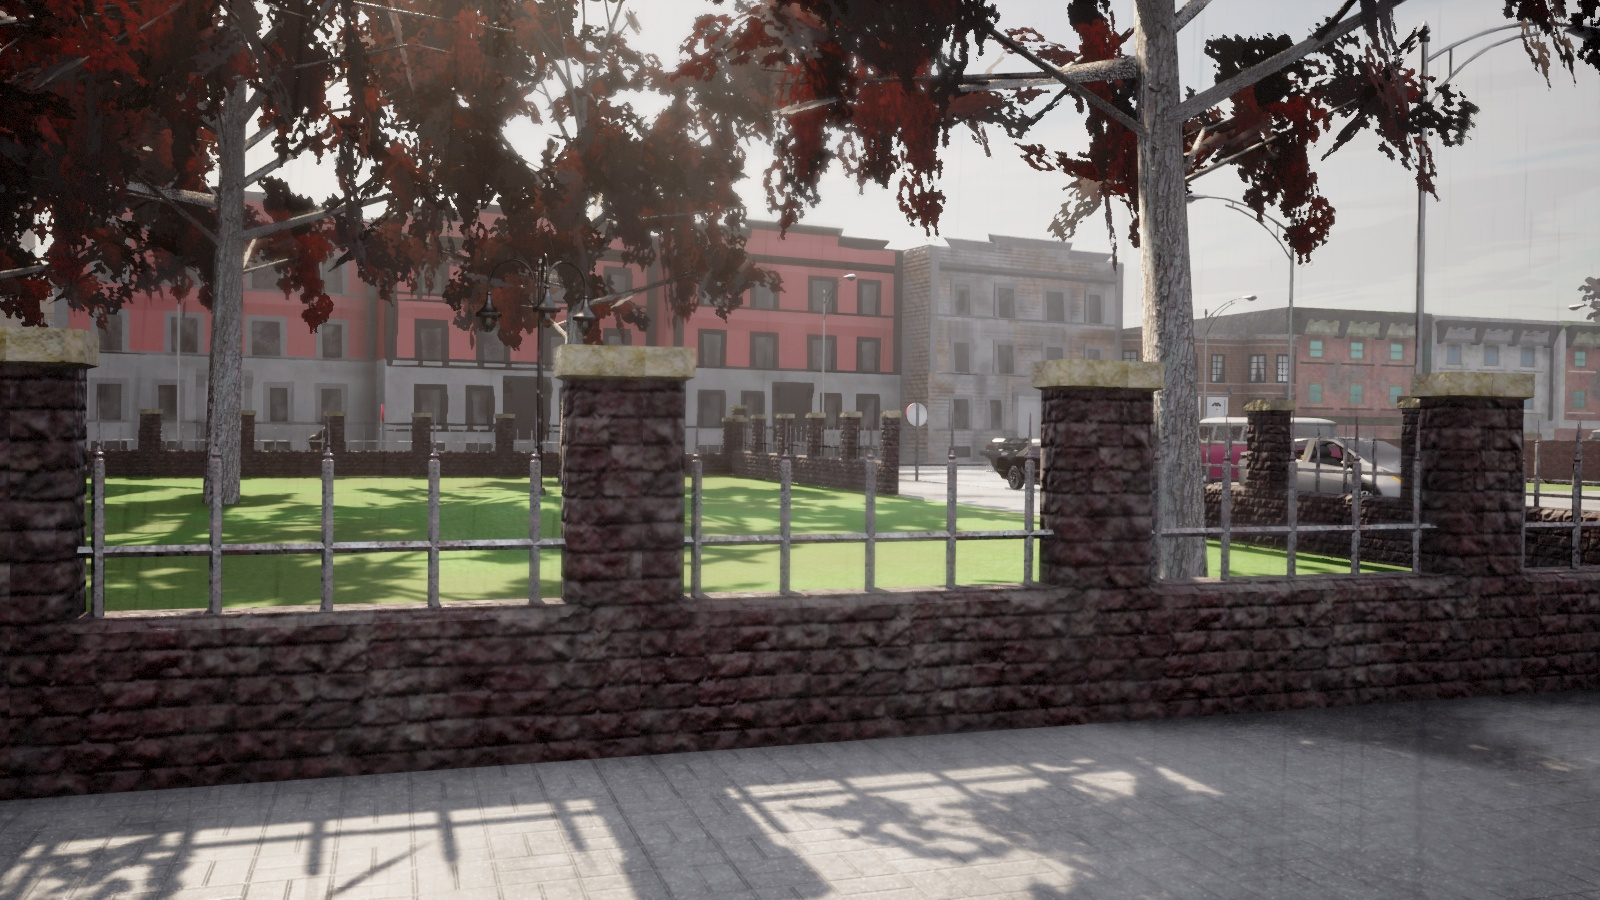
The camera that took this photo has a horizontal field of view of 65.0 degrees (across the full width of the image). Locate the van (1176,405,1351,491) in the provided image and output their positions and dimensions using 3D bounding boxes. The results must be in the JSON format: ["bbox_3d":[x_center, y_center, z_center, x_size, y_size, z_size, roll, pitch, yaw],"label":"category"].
[{"bbox_3d":[11.565,-0.088,31.662,1.775,1.987,4.442,-1,1,-18],"label":"van"}]

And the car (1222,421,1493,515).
[{"bbox_3d":[10.067,0.260,23.108,2.007,1.525,4.514,-1,1,-20],"label":"car"}]

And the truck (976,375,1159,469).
[{"bbox_3d":[10.806,-1.118,50.267,7.936,3.462,2.891,-1,1,-40],"label":"truck"}]

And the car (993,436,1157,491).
[{"bbox_3d":[6.994,0.294,32.525,1.895,1.301,4.718,-1,1,-20],"label":"car"}]

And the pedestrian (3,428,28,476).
[{"bbox_3d":[-30.428,0.086,48.728,0.720,1.854,0.376,0,1,9],"label":"pedestrian"}]
